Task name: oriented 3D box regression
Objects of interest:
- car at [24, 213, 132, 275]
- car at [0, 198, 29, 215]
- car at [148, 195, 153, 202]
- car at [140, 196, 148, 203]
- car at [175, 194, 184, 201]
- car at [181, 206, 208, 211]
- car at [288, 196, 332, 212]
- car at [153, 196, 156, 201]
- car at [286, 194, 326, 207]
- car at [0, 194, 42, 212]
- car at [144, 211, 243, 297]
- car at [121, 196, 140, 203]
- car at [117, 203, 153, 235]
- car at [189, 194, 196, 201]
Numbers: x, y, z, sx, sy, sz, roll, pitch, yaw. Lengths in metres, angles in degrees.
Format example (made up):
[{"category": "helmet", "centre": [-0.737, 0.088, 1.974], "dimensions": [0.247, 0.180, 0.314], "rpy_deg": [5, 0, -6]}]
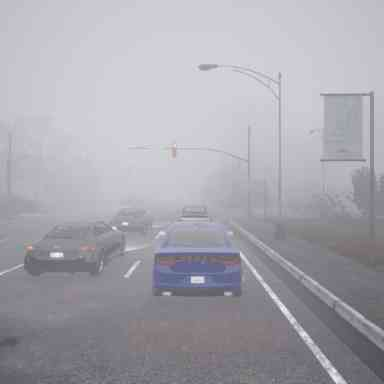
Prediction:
[{"category": "car", "centre": [-3.393, 1.564, 10.423], "dimensions": [1.994, 1.385, 4.181], "rpy_deg": [0, 0, 1]}, {"category": "car", "centre": [-19.041, 1.564, 33.056], "dimensions": [4.181, 1.385, 1.994], "rpy_deg": [0, 0, 3]}, {"category": "car", "centre": [-10.378, 1.524, 74.431], "dimensions": [1.812, 1.442, 4.674], "rpy_deg": [0, 0, 0]}, {"category": "car", "centre": [-10.420, 1.564, 64.827], "dimensions": [1.994, 1.385, 4.181], "rpy_deg": [0, 0, 2]}, {"category": "car", "centre": [-3.359, 1.349, 86.007], "dimensions": [2.097, 1.767, 4.553], "rpy_deg": [0, 0, 0]}, {"category": "car", "centre": [0.129, 1.491, 18.148], "dimensions": [2.128, 1.511, 4.902], "rpy_deg": [0, 0, 0]}, {"category": "car", "centre": [14.077, 1.478, 38.341], "dimensions": [5.008, 1.535, 1.882], "rpy_deg": [0, 0, 3]}, {"category": "car", "centre": [-10.361, 1.549, 84.458], "dimensions": [1.994, 1.385, 4.181], "rpy_deg": [0, 0, 0]}, {"category": "car", "centre": [14.791, 1.221, 41.826], "dimensions": [5.566, 2.045, 2.150], "rpy_deg": [0, 0, 2]}, {"category": "car", "centre": [-19.561, 1.223, 36.591], "dimensions": [5.566, 2.045, 2.150], "rpy_deg": [0, 0, 3]}, {"category": "car", "centre": [0.113, 1.478, 8.649], "dimensions": [1.882, 1.535, 5.008], "rpy_deg": [0, 0, 0]}, {"category": "car", "centre": [-10.495, 1.491, 55.476], "dimensions": [2.128, 1.511, 4.902], "rpy_deg": [0, 0, 0]}, {"category": "car", "centre": [-3.370, 1.564, 18.806], "dimensions": [1.994, 1.385, 4.181], "rpy_deg": [0, 0, 0]}, {"category": "car", "centre": [0.141, 1.533, 85.615], "dimensions": [2.033, 1.411, 5.357], "rpy_deg": [0, 0, 0]}]
